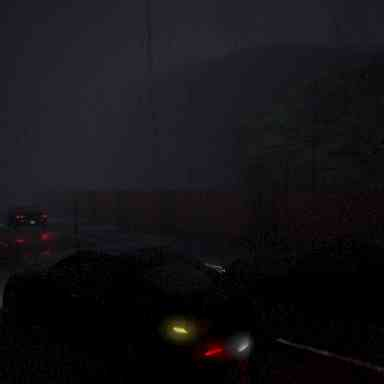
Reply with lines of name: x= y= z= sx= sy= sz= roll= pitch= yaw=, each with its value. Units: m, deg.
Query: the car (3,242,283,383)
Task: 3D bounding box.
car: x=-1.196 y=1.539 z=5.227 sx=4.674 sy=1.442 sz=1.812 roll=0 pitch=0 yaw=39

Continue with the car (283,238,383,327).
car: x=3.132 y=1.575 z=6.052 sx=5.357 sy=1.411 sz=2.033 roll=0 pitch=0 yaw=38

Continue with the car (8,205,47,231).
car: x=-10.476 y=1.561 z=21.067 sx=1.812 sy=1.442 sz=4.674 roll=0 pitch=0 yaw=-34
